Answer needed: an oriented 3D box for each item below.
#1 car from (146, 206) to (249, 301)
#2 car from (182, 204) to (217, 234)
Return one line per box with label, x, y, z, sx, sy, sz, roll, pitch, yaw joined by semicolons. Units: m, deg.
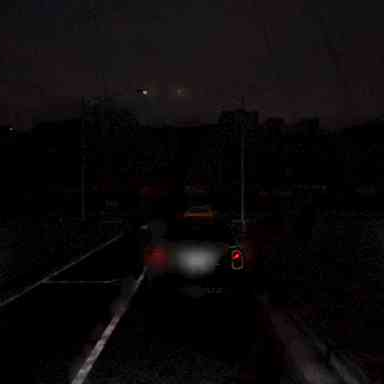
car;0.114;1.412;8.636;2.097;1.767;4.553;0;0;0
car;0.601;1.624;21.394;1.882;1.535;5.008;0;0;6
